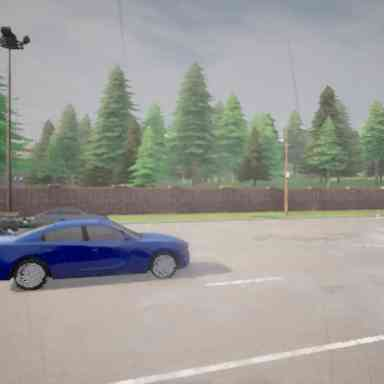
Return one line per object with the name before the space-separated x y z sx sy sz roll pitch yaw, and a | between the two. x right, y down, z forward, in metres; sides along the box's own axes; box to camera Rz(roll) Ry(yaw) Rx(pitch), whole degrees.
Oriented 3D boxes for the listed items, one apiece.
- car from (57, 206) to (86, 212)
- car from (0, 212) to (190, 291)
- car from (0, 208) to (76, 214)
car | -6.709 1.483 18.380 4.181 1.385 1.994 0 0 -19
car | -2.521 1.440 8.711 5.008 1.535 1.882 0 0 -19
car | -7.651 1.531 14.371 4.718 1.301 1.895 0 0 -19
